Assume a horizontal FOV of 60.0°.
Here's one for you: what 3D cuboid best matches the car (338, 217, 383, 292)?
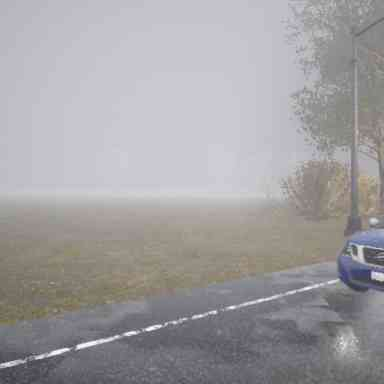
[{"bbox_3d":[5.770,1.215,7.762,5.566,2.045,2.150,0,0,-34],"label":"car"}]
